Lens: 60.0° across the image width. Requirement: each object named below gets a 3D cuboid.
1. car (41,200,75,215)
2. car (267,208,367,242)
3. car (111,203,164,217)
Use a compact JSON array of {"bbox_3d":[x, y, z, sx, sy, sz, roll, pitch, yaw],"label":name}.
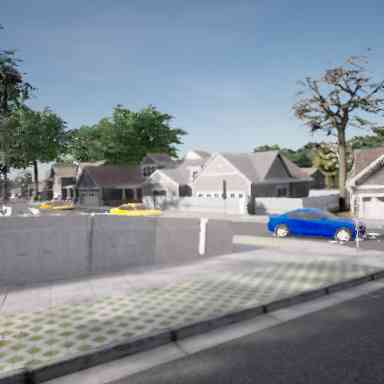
[{"bbox_3d":[-13.865,1.605,34.415,5.008,1.535,1.882,1,4,45],"label":"car"},{"bbox_3d":[6.565,1.643,17.823,5.008,1.535,1.882,0,3,35],"label":"car"},{"bbox_3d":[-4.303,1.648,25.882,5.008,1.535,1.882,0,3,40],"label":"car"}]
